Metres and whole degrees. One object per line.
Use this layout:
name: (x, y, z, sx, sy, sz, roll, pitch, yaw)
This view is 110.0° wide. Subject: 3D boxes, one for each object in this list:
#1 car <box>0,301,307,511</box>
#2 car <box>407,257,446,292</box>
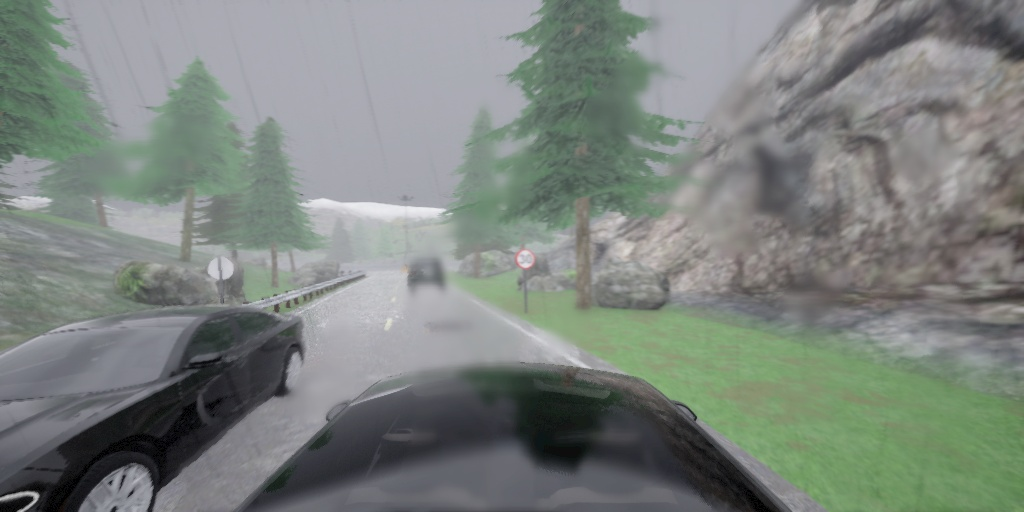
car: (-3.928, 1.343, 3.835, 1.882, 1.535, 5.008, -1, 0, -12)
car: (-5.608, 1.129, 23.443, 2.150, 2.045, 5.566, -2, 0, -16)
